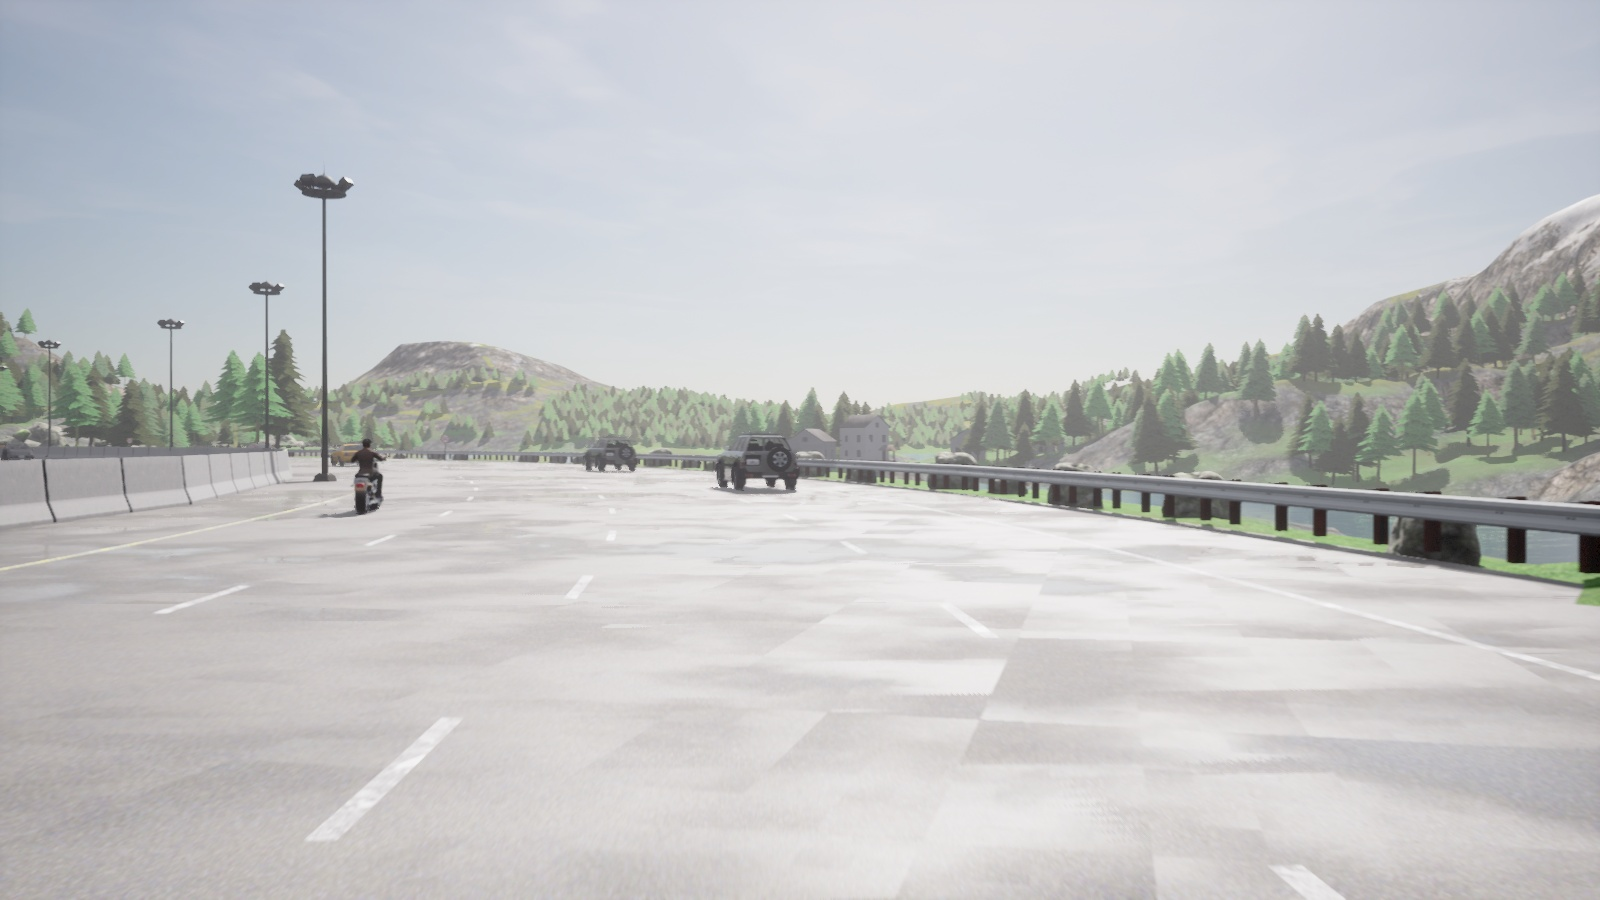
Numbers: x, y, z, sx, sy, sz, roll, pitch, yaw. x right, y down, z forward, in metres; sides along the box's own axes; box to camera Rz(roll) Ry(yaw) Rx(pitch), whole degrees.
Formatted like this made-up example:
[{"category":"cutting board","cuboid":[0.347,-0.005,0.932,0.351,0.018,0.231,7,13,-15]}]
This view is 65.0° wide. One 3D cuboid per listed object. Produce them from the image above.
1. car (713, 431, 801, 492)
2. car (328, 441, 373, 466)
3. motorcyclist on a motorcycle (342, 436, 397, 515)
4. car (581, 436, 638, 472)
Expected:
[{"category":"car","cuboid":[-1.471,0.333,40.695,1.932,1.855,4.605,0,0,-14]},{"category":"car","cuboid":[-29.512,0.207,82.365,1.801,1.575,5.366,0,0,-30]},{"category":"motorcyclist on a motorcycle","cuboid":[-9.431,0.537,27.567,0.766,1.649,2.350,-1,0,-10]},{"category":"car","cuboid":[-10.226,0.179,67.228,1.932,1.855,4.605,0,0,-23]}]
